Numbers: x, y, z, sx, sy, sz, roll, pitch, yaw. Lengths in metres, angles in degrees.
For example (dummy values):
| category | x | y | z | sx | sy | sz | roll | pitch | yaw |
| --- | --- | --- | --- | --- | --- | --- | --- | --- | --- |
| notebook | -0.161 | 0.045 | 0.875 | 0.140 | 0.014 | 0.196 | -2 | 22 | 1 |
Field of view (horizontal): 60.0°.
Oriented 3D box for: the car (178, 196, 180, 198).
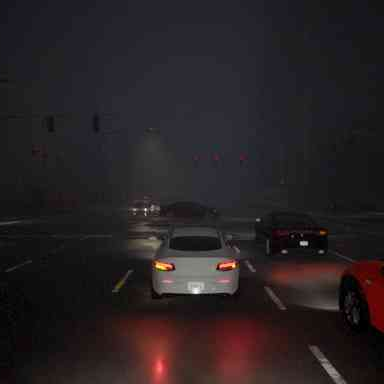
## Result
| category | x | y | z | sx | sy | sz | roll | pitch | yaw |
| --- | --- | --- | --- | --- | --- | --- | --- | --- | --- |
| car | -3.544 | 1.505 | 60.444 | 1.837 | 1.490 | 4.892 | 0 | 0 | 1 |

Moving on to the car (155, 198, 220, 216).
| category | x | y | z | sx | sy | sz | roll | pitch | yaw |
| --- | --- | --- | --- | --- | --- | --- | --- | --- | --- |
| car | -0.217 | 1.477 | 27.588 | 5.008 | 1.535 | 1.882 | 0 | 0 | 0 |

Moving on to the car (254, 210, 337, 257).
| category | x | y | z | sx | sy | sz | roll | pitch | yaw |
| --- | --- | --- | --- | --- | --- | --- | --- | --- | --- |
| car | 3.647 | 1.478 | 13.005 | 1.882 | 1.535 | 5.008 | 0 | 0 | 2 |

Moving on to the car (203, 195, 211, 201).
| category | x | y | z | sx | sy | sz | roll | pitch | yaw |
| --- | --- | --- | --- | --- | --- | --- | --- | --- | --- |
| car | 3.990 | 1.478 | 89.260 | 1.882 | 1.535 | 5.008 | 0 | 0 | 1 |

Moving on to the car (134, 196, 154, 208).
| category | x | y | z | sx | sy | sz | roll | pitch | yaw |
| --- | --- | --- | --- | --- | --- | --- | --- | --- | --- |
| car | -7.240 | 1.478 | 48.823 | 1.882 | 1.535 | 5.008 | 0 | 0 | 1 |

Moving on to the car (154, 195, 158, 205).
| category | x | y | z | sx | sy | sz | roll | pitch | yaw |
| --- | --- | --- | --- | --- | --- | --- | --- | --- | --- |
| car | -7.093 | 1.491 | 58.090 | 2.128 | 1.511 | 4.902 | 0 | 0 | 1 |

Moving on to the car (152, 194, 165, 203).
| category | x | y | z | sx | sy | sz | roll | pitch | yaw |
| --- | --- | --- | --- | --- | --- | --- | --- | --- | --- |
| car | -6.862 | 1.352 | 68.149 | 2.097 | 1.767 | 4.553 | 0 | 0 | 1 |

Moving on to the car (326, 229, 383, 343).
| category | x | y | z | sx | sy | sz | roll | pitch | yaw |
| --- | --- | --- | --- | --- | --- | --- | --- | --- | --- |
| car | 3.601 | 1.352 | 3.966 | 2.097 | 1.767 | 4.553 | 0 | 0 | 0 |

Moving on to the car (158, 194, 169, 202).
| category | x | y | z | sx | sy | sz | roll | pitch | yaw |
| --- | --- | --- | --- | --- | --- | --- | --- | --- | --- |
| car | -6.688 | 1.340 | 78.238 | 2.097 | 1.767 | 4.553 | 0 | 0 | 1 |

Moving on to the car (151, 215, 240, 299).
| category | x | y | z | sx | sy | sz | roll | pitch | yaw |
| --- | --- | --- | --- | --- | --- | --- | --- | --- | --- |
| car | 0.062 | 1.526 | 8.295 | 1.812 | 1.442 | 4.674 | 0 | 0 | 0 |

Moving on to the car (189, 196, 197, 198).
| category | x | y | z | sx | sy | sz | roll | pitch | yaw |
| --- | --- | --- | --- | --- | --- | --- | --- | --- | --- |
| car | 0.149 | 1.601 | 61.671 | 1.895 | 1.301 | 4.718 | 0 | 0 | 1 |

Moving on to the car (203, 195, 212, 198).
| category | x | y | z | sx | sy | sz | roll | pitch | yaw |
| --- | --- | --- | --- | --- | --- | --- | --- | --- | --- |
| car | 3.828 | 1.478 | 79.146 | 1.882 | 1.535 | 5.008 | 0 | 0 | 1 |

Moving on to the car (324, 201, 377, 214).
| category | x | y | z | sx | sy | sz | roll | pitch | yaw |
| --- | --- | --- | --- | --- | --- | --- | --- | --- | --- |
| car | 16.411 | 1.601 | 34.676 | 4.718 | 1.301 | 1.895 | 0 | 0 | 0 |

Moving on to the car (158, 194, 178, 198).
| category | x | y | z | sx | sy | sz | roll | pitch | yaw |
| --- | --- | --- | --- | --- | --- | --- | --- | --- | --- |
| car | -3.704 | 1.478 | 51.217 | 1.882 | 1.535 | 5.008 | 0 | 0 | 1 |

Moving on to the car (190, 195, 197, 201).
| category | x | y | z | sx | sy | sz | roll | pitch | yaw |
| --- | --- | --- | --- | --- | --- | --- | --- | --- | --- |
| car | 0.491 | 1.595 | 89.346 | 1.895 | 1.301 | 4.718 | 0 | 0 | 1 |

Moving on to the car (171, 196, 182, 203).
| category | x | y | z | sx | sy | sz | roll | pitch | yaw |
| --- | --- | --- | --- | --- | --- | --- | --- | --- | --- |
| car | -3.304 | 1.540 | 71.039 | 2.033 | 1.411 | 5.357 | 0 | 0 | 1 |
